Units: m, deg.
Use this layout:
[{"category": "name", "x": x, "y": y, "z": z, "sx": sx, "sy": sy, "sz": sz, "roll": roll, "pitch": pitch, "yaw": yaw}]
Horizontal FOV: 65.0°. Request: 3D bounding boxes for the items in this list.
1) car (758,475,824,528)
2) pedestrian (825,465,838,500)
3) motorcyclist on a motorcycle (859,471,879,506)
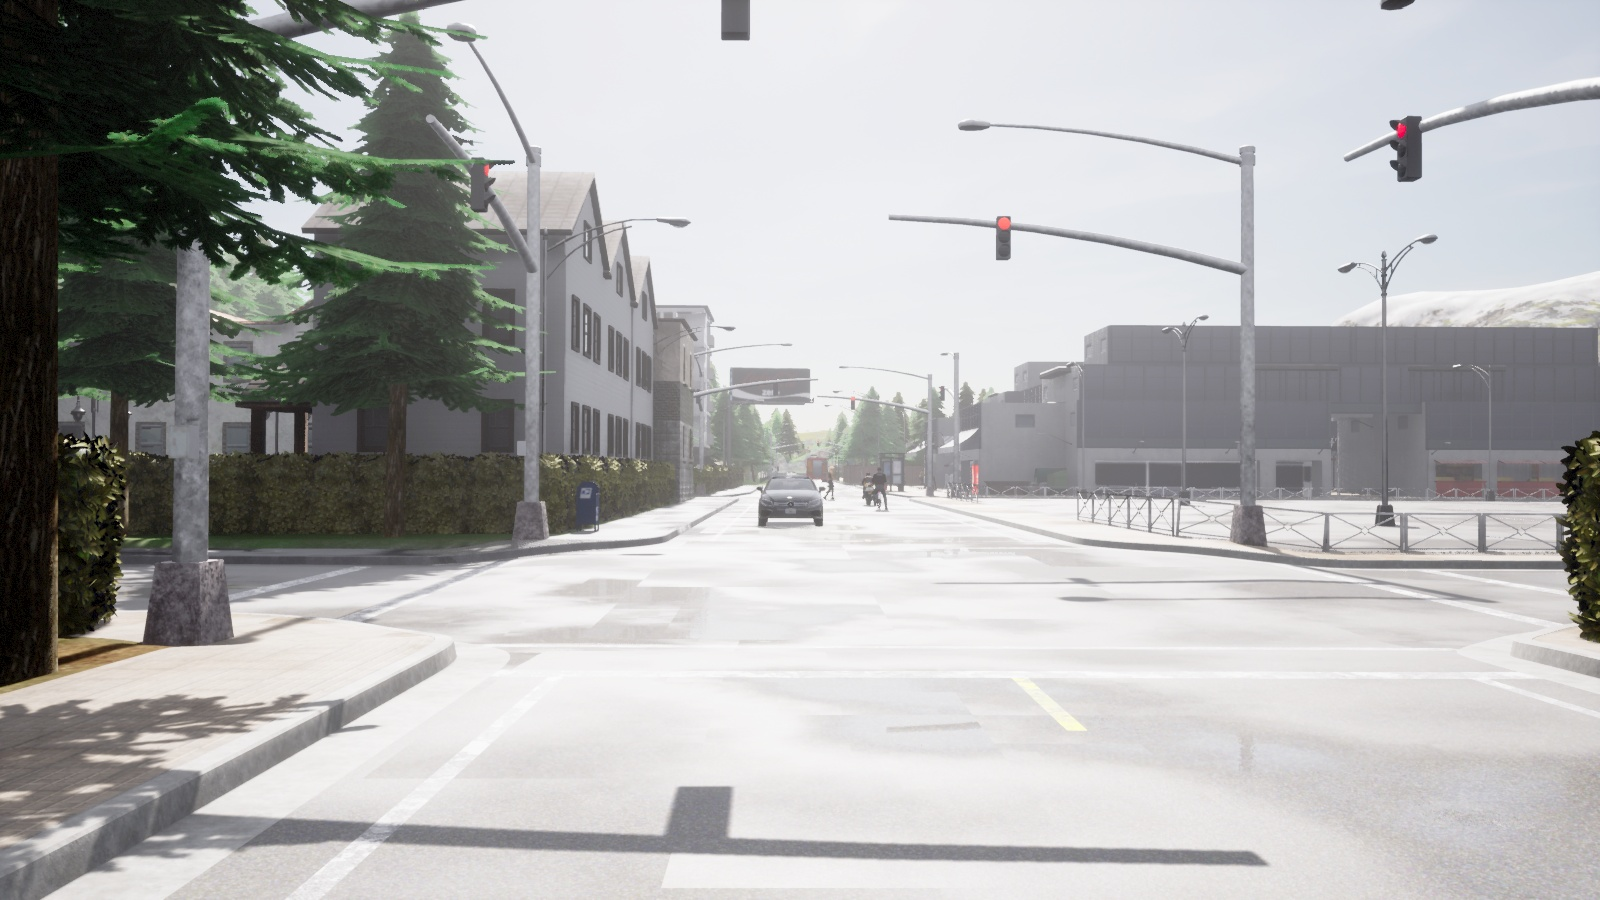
[{"category": "car", "x": -0.258, "y": 1.455, "z": 36.731, "sx": 1.812, "sy": 1.442, "sz": 4.674, "roll": 0, "pitch": -1, "yaw": 0}, {"category": "pedestrian", "x": 1.685, "y": 1.720, "z": 66.702, "sx": 0.594, "sy": 1.836, "sz": 0.345, "roll": 0, "pitch": -1, "yaw": -11}, {"category": "motorcyclist on a motorcycle", "x": 3.109, "y": 1.733, "z": 56.791, "sx": 0.797, "sy": 1.523, "sz": 2.044, "roll": 0, "pitch": -1, "yaw": 0}]
